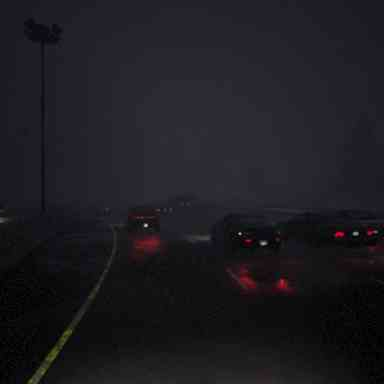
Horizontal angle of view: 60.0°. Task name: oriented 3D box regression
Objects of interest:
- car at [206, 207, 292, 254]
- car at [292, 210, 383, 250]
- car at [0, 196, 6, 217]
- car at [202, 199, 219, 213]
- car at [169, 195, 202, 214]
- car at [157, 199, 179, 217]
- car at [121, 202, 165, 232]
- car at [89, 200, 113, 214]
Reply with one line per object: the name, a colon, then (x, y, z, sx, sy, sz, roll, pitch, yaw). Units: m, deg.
car: (2.058, 1.558, 13.561, 1.812, 1.442, 4.674, 0, 0, -9)
car: (5.489, 1.571, 14.516, 2.033, 1.411, 5.357, 0, 0, -10)
car: (-19.880, 1.386, 33.026, 2.150, 2.045, 5.566, 0, 0, -30)
car: (1.281, 1.583, 38.042, 1.882, 1.535, 5.008, 0, 0, -25)
car: (-1.435, 1.330, 35.750, 2.150, 2.045, 5.566, 0, 0, -25)
car: (-3.380, 1.651, 31.714, 2.033, 1.411, 5.357, 0, 0, -24)
car: (-3.197, 1.576, 20.596, 1.837, 1.490, 4.892, 0, 0, -16)
car: (-10.160, 1.669, 37.348, 1.812, 1.442, 4.674, 0, 0, -28)
